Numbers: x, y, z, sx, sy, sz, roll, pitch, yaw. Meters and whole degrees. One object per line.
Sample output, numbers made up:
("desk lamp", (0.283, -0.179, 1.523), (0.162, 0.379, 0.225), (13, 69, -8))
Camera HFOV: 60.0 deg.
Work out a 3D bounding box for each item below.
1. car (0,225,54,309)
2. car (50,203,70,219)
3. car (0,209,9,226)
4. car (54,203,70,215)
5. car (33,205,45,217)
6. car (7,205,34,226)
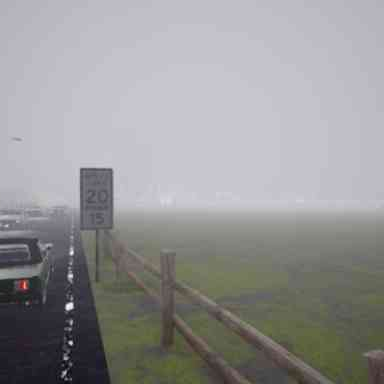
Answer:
("car", (-4.326, 1.718, 7.800), (1.895, 1.301, 4.718), (0, -1, -20))
("car", (-14.448, 2.135, 36.357), (2.033, 1.411, 5.357), (0, -1, -19))
("car", (-9.936, 1.763, 15.063), (1.837, 1.490, 4.892), (0, -1, -19))
("car", (-17.883, 2.252, 45.863), (1.837, 1.490, 4.892), (0, -1, -20))
("car", (-18.186, 2.210, 38.469), (1.994, 1.385, 4.181), (0, -1, -19))
("car", (-13.539, 1.973, 25.182), (2.033, 1.411, 5.357), (0, -1, -20))
